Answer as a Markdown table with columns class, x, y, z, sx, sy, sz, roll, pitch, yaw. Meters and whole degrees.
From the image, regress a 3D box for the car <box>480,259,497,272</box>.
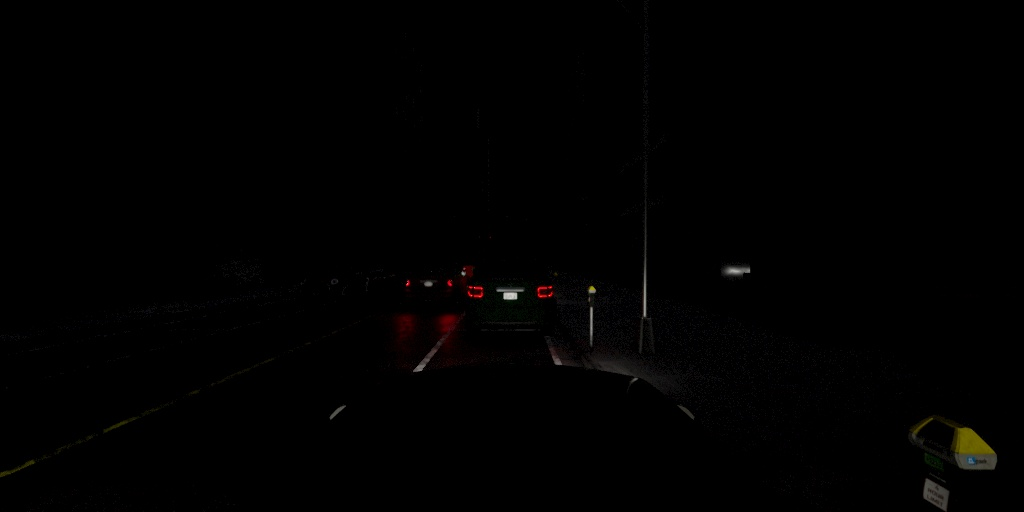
| class | x | y | z | sx | sy | sz | roll | pitch | yaw |
| --- | --- | --- | --- | --- | --- | --- | --- | --- | --- |
| car | -3.035 | 1.202 | 47.274 | 1.882 | 1.535 | 5.008 | 0 | 0 | 0 |

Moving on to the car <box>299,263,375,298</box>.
| class | x | y | z | sx | sy | sz | roll | pitch | yaw |
| --- | --- | --- | --- | --- | --- | --- | --- | --- | --- |
| car | -8.807 | 1.184 | 18.033 | 1.967 | 1.591 | 4.097 | 0 | 0 | 0 |

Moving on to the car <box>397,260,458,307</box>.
| class | x | y | z | sx | sy | sz | roll | pitch | yaw |
| --- | --- | --- | --- | --- | --- | --- | --- | --- | --- |
| car | -3.139 | 1.098 | 15.592 | 2.097 | 1.767 | 4.553 | 0 | 0 | 0 |

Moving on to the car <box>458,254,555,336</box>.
| class | x | y | z | sx | sy | sz | roll | pitch | yaw |
| --- | --- | --- | --- | --- | --- | --- | --- | --- | --- |
| car | -0.035 | 0.969 | 10.529 | 2.150 | 2.045 | 5.566 | 0 | 0 | 0 |

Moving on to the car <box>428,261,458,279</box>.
| class | x | y | z | sx | sy | sz | roll | pitch | yaw |
| --- | --- | --- | --- | --- | --- | --- | --- | --- | --- |
| car | -6.226 | 1.242 | 32.996 | 1.837 | 1.490 | 4.892 | 0 | 0 | 0 |

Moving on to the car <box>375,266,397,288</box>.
| class | x | y | z | sx | sy | sz | roll | pitch | yaw |
| --- | --- | --- | --- | --- | --- | --- | --- | --- | --- |
| car | -8.805 | 1.324 | 23.619 | 1.802 | 1.307 | 4.207 | 0 | 0 | 0 |
